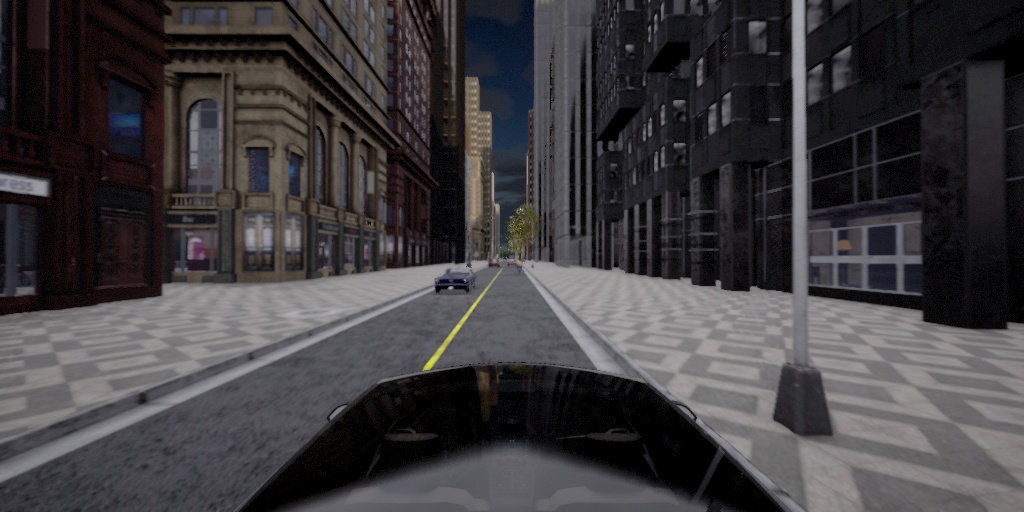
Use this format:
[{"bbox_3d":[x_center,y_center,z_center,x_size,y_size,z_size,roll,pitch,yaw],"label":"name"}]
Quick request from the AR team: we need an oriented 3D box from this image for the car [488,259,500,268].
[{"bbox_3d":[-3.049,1.199,60.808,1.882,1.535,5.008,0,0,1],"label":"car"}]

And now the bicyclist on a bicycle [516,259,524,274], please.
[{"bbox_3d":[0.819,1.132,37.255,0.866,1.612,1.509,0,0,0],"label":"bicyclist on a bicycle"}]

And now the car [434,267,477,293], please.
[{"bbox_3d":[-3.102,1.317,20.386,1.895,1.301,4.718,0,0,0],"label":"car"}]
